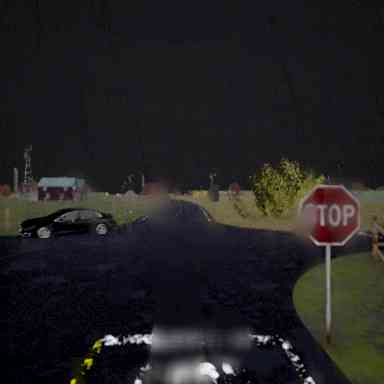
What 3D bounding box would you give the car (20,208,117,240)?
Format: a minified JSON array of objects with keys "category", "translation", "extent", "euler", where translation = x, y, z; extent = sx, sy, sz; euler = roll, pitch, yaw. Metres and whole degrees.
[{"category":"car","translation":[-6.526,1.640,17.896],"extent":[4.892,1.490,1.837],"euler":[-1,4,-36]}]
